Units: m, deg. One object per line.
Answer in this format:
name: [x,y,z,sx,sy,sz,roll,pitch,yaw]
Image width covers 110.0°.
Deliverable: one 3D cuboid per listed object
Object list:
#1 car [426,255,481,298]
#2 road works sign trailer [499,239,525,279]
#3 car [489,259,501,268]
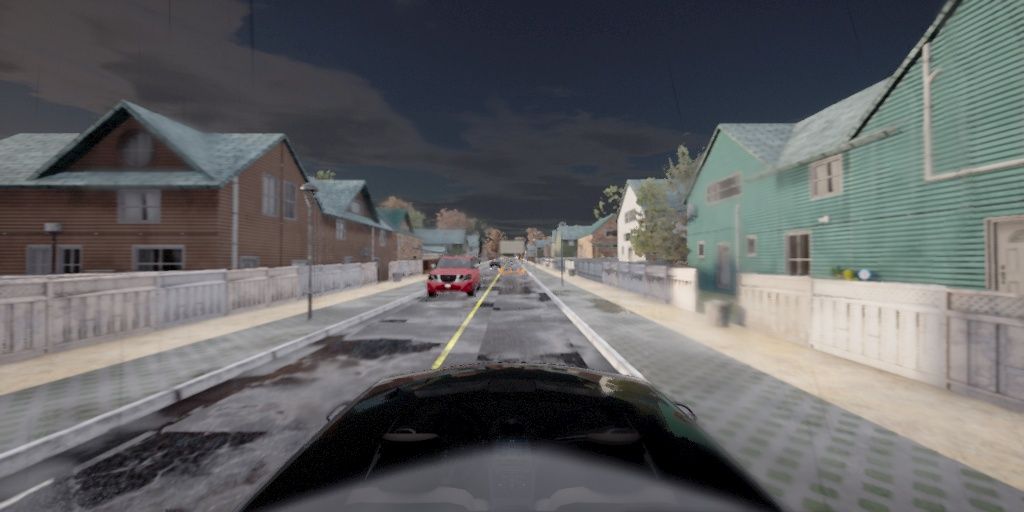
car: [-2.853,0.970,18.722,2.150,2.045,5.566,0,0,0]
road works sign trailer: [-0.008,0.208,33.038,2.380,3.560,2.880,0,0,0]
car: [-2.799,1.274,60.666,2.033,1.411,5.357,0,0,1]
